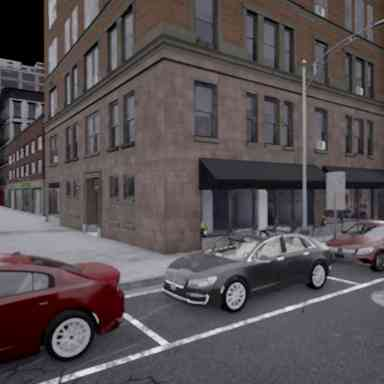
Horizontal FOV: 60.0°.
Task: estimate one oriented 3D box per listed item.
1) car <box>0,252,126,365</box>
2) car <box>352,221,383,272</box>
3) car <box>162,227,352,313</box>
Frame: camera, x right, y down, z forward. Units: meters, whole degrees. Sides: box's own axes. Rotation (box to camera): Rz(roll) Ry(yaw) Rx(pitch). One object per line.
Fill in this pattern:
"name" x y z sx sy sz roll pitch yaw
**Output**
"car" -3.120 1.544 4.316 4.507 1.381 1.887 0 -1 -36
"car" 5.960 1.619 10.812 4.206 1.307 1.802 0 -1 -36
"car" 1.420 1.568 7.564 4.403 1.369 2.008 0 -1 -36
